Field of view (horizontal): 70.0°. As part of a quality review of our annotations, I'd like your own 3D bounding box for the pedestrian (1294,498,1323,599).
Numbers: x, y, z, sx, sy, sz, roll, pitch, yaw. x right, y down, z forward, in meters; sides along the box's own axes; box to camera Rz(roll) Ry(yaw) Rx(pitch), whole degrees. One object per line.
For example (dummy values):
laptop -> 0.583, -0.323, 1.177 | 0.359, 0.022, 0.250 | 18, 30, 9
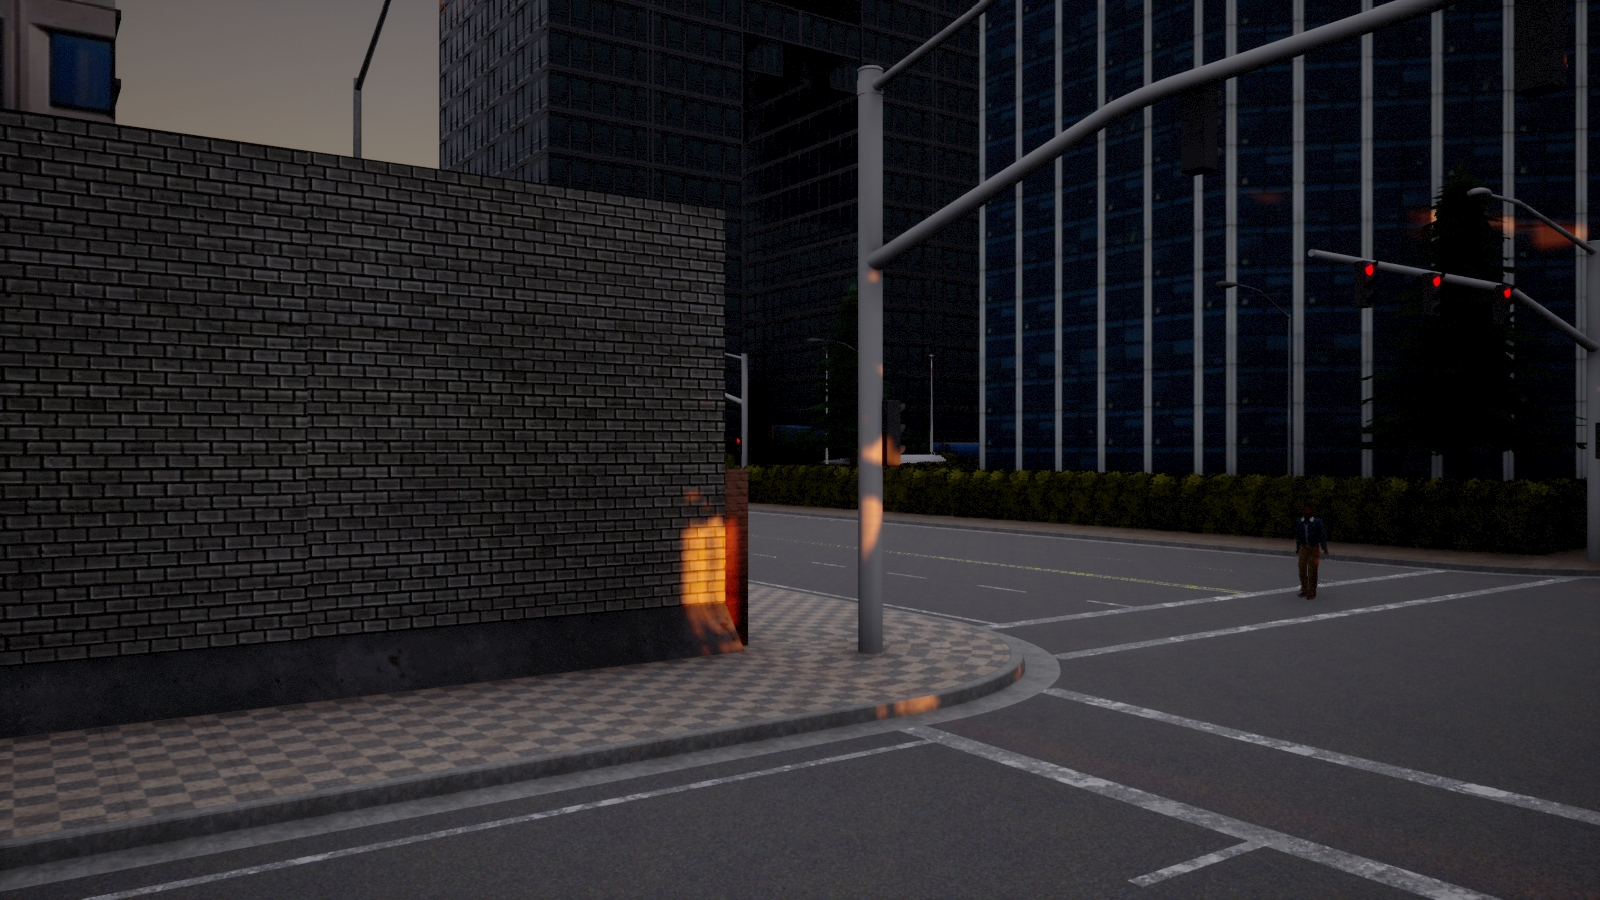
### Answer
pedestrian -> 9.600, 1.848, 21.570 | 0.375, 1.860, 0.375 | 0, 0, -43
